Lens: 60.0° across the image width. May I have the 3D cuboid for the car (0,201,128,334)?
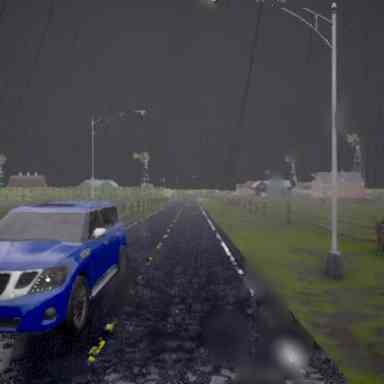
[{"bbox_3d":[-2.848,1.242,7.133,2.150,2.045,5.566,0,0,0],"label":"car"}]
